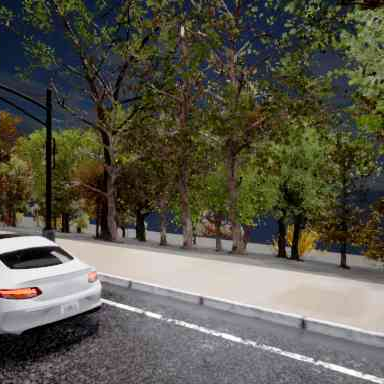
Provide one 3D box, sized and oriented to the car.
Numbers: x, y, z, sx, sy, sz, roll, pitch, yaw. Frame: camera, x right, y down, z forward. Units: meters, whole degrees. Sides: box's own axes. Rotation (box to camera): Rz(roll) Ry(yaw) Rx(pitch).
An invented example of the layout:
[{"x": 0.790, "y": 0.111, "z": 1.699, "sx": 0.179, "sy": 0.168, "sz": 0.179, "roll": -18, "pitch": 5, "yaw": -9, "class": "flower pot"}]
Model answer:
[{"x": -3.624, "y": 1.525, "z": 6.273, "sx": 4.674, "sy": 1.442, "sz": 1.812, "roll": 0, "pitch": 0, "yaw": 37, "class": "car"}]
